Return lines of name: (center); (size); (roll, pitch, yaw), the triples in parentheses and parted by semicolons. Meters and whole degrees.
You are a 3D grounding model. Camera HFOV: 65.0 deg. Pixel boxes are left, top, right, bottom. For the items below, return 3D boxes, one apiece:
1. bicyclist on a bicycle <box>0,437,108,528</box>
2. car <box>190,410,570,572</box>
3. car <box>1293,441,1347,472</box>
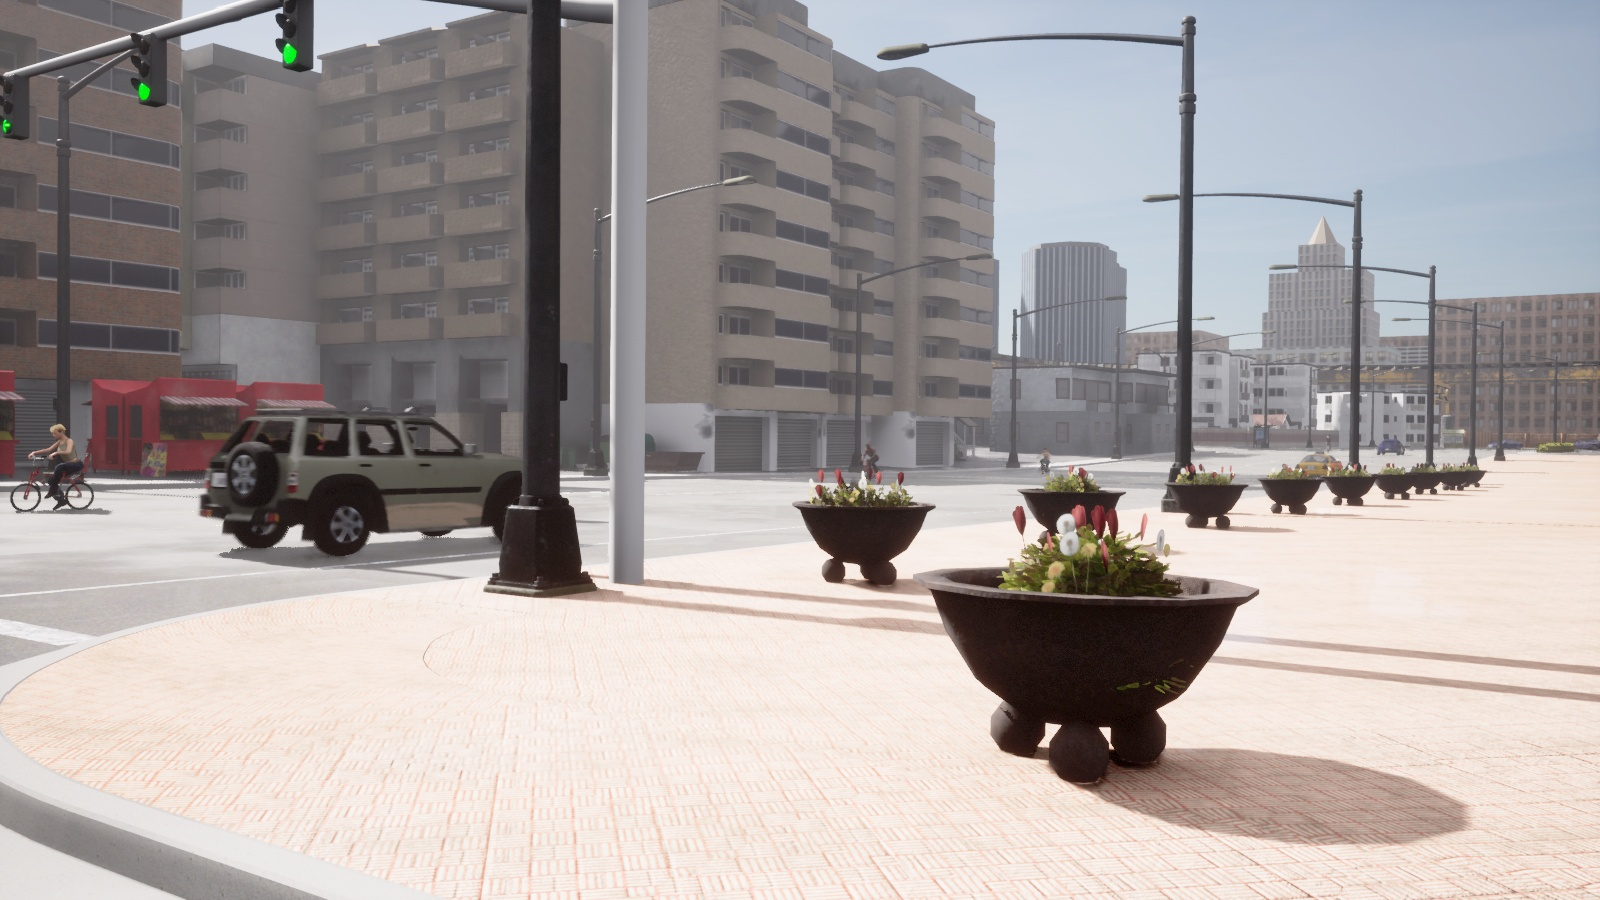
bicyclist on a bicycle: (-13.787, 0.576, 23.194); (0.866, 1.612, 1.509); (0, 0, 33)
car: (-5.409, 0.463, 16.813); (1.932, 1.855, 4.605); (0, 0, 33)
car: (28.489, 0.338, 68.710); (1.801, 1.575, 5.366); (0, 1, 33)
